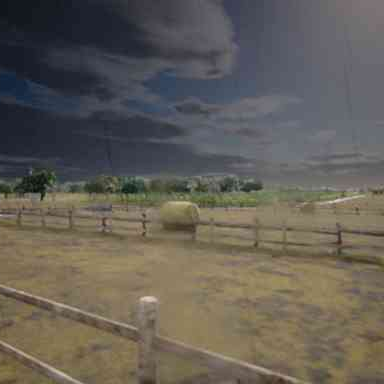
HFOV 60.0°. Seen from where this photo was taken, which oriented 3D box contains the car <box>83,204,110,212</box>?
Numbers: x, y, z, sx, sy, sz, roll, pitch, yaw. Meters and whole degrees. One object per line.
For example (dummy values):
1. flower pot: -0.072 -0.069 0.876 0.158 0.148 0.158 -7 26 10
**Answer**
1. car: -17.188 2.837 60.635 2.033 1.411 5.357 0 -1 36
